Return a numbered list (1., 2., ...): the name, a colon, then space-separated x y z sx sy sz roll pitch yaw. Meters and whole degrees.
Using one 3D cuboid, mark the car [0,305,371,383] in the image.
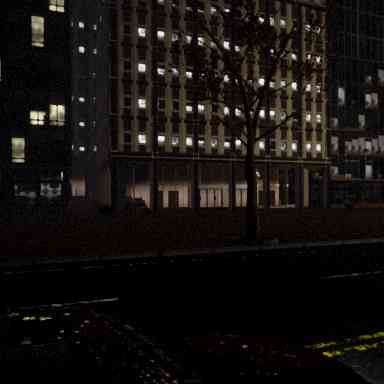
1. car: -0.822 1.526 1.972 4.674 1.442 1.812 0 0 -19
